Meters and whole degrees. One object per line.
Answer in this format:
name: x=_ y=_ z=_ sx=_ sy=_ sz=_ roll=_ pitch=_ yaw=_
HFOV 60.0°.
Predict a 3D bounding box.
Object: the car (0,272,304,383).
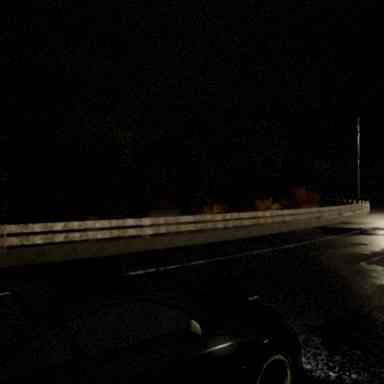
car: x=-0.769 y=1.571 z=3.387 sx=4.181 sy=1.385 sz=1.994 roll=0 pitch=0 yaw=-36
